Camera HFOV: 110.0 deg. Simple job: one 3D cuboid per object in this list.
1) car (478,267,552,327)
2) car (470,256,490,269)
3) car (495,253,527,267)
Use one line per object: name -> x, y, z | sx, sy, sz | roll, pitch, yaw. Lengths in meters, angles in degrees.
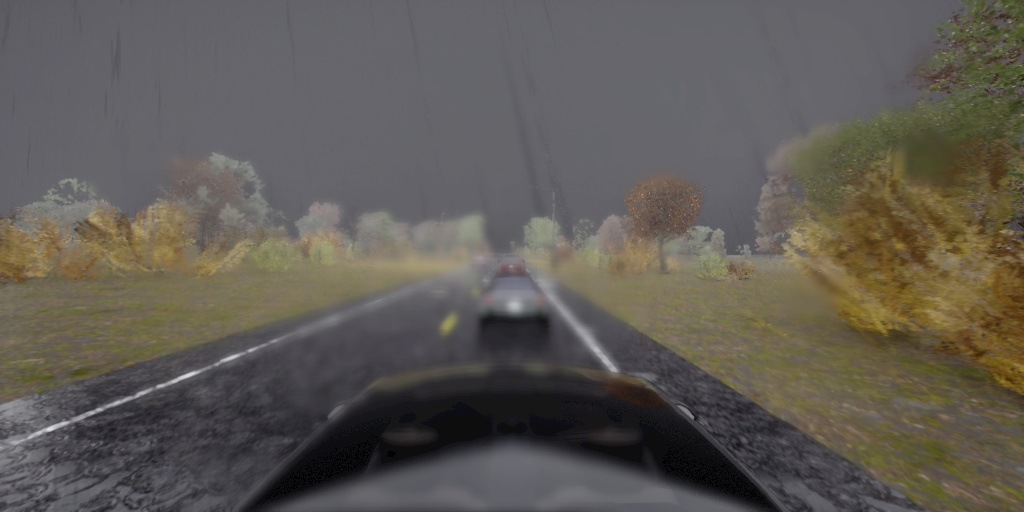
car -> 0.078, 1.194, 10.938 | 1.994, 1.385, 4.181 | 0, 1, 0
car -> -3.599, 0.761, 41.975 | 1.812, 1.442, 4.674 | 0, 1, 0
car -> 0.079, 0.772, 27.196 | 2.097, 1.767, 4.553 | 0, 1, 0
